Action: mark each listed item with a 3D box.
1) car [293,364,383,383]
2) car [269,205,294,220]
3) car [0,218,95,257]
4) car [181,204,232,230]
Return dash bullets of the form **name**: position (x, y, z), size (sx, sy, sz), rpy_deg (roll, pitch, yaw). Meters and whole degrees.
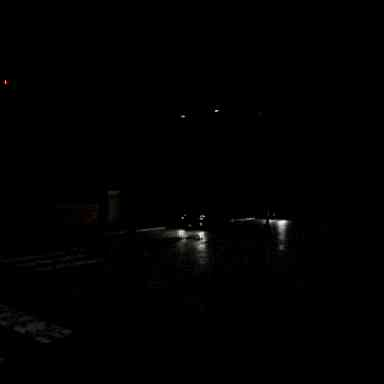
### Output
- **car**: position (2.391, 1.551, 1.247), size (4.403, 1.369, 2.008), rpy_deg (0, 0, 36)
- **car**: position (10.187, 2.292, 37.623), size (1.837, 1.490, 4.892), rpy_deg (0, -2, 36)
- **car**: position (-6.571, 1.786, 14.077), size (1.895, 1.301, 4.718), rpy_deg (0, -1, 35)
- **car**: position (1.160, 1.814, 24.950), size (2.097, 1.767, 4.553), rpy_deg (0, -1, 36)
